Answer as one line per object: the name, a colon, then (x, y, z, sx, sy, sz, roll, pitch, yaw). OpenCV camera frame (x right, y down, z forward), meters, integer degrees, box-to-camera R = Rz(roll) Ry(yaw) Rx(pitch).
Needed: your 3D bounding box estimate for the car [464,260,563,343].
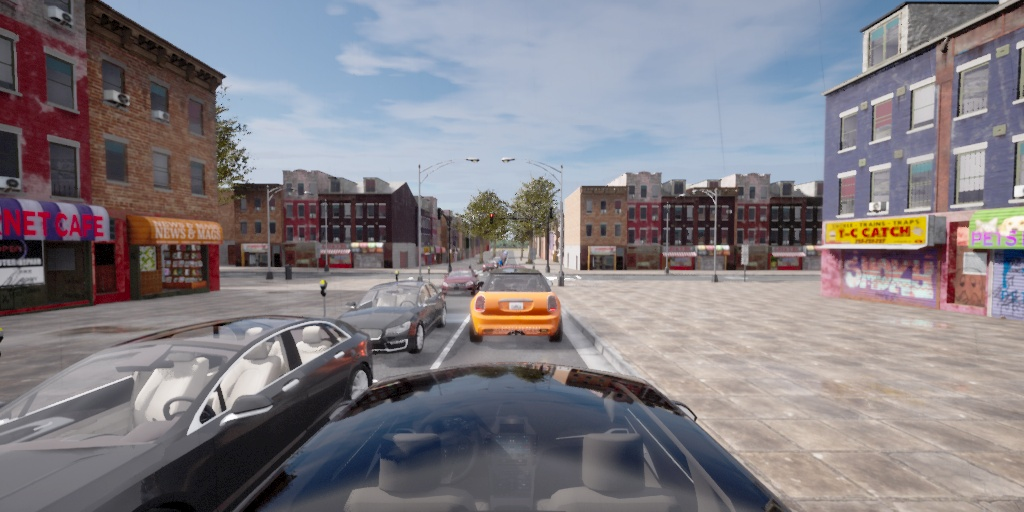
car: (0.083, 1.098, 9.857, 2.097, 1.767, 4.553, 0, 0, 0)

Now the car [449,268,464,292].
car: (-2.677, 1.329, 19.441, 1.802, 1.307, 4.207, 0, 0, 0)

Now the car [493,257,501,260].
car: (-2.733, 1.227, 46.217, 1.967, 1.591, 4.097, 0, 0, 0)

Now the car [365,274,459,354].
car: (-2.654, 1.296, 8.547, 2.007, 1.370, 4.403, 0, 0, 0)

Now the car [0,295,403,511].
car: (-2.643, 1.299, 3.099, 2.007, 1.370, 4.403, 0, 0, 0)
